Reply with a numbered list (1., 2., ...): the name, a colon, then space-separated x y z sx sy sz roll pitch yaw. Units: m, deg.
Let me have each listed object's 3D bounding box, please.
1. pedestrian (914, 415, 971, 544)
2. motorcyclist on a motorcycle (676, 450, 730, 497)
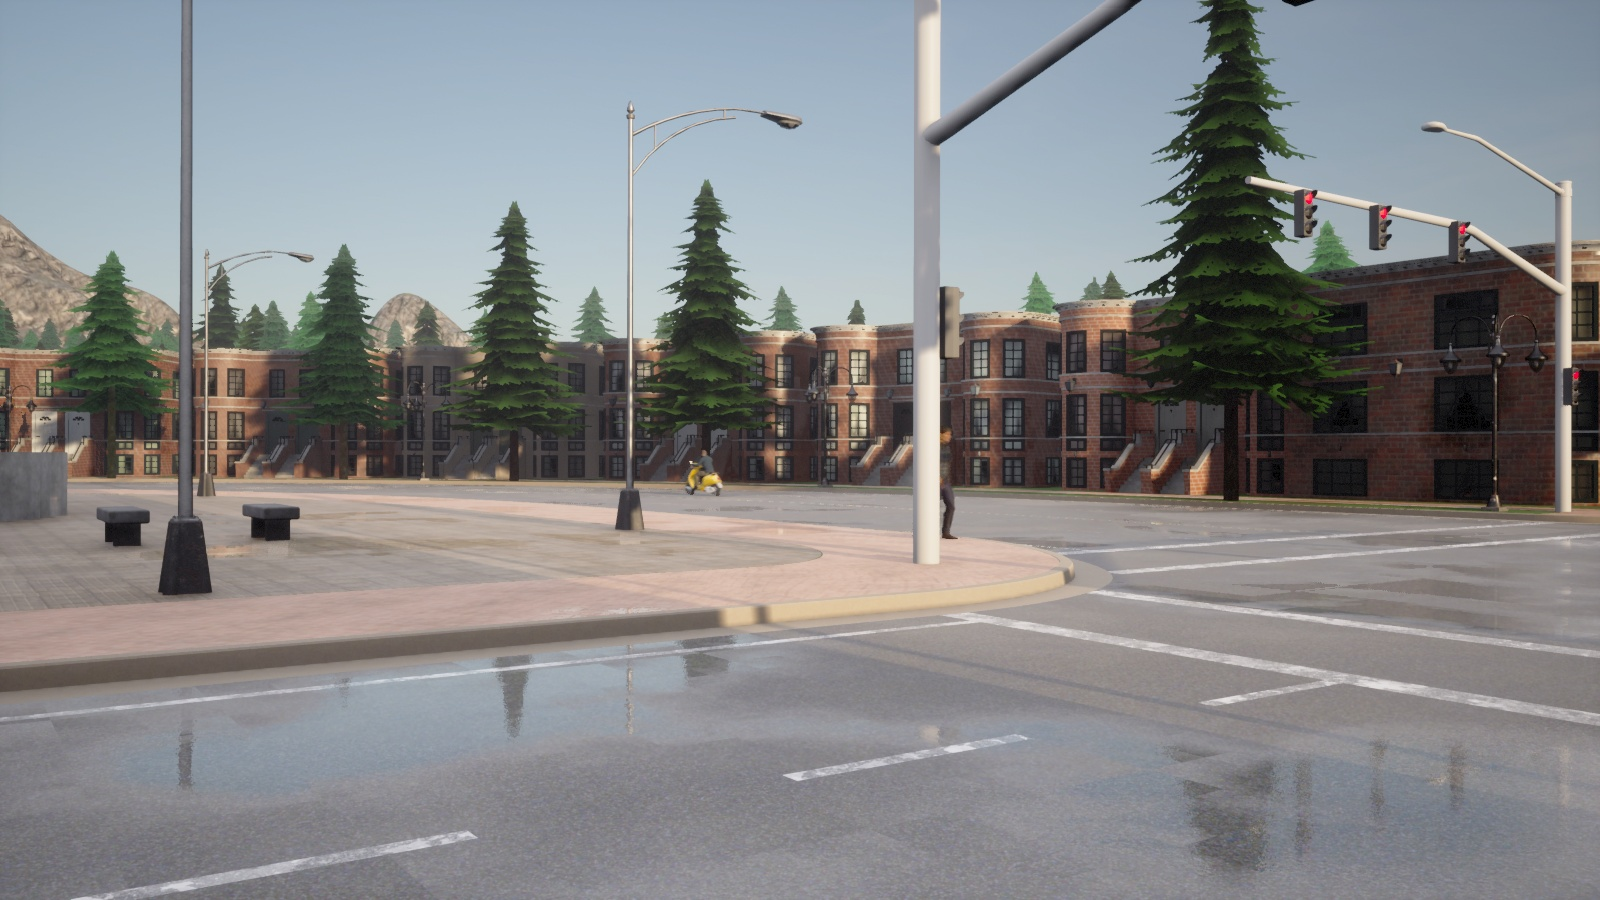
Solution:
1. pedestrian: 2.199 0.446 19.437 0.423 1.949 0.788 0 0 -41
2. motorcyclist on a motorcycle: -3.356 0.812 43.446 1.817 1.590 0.866 0 0 43
